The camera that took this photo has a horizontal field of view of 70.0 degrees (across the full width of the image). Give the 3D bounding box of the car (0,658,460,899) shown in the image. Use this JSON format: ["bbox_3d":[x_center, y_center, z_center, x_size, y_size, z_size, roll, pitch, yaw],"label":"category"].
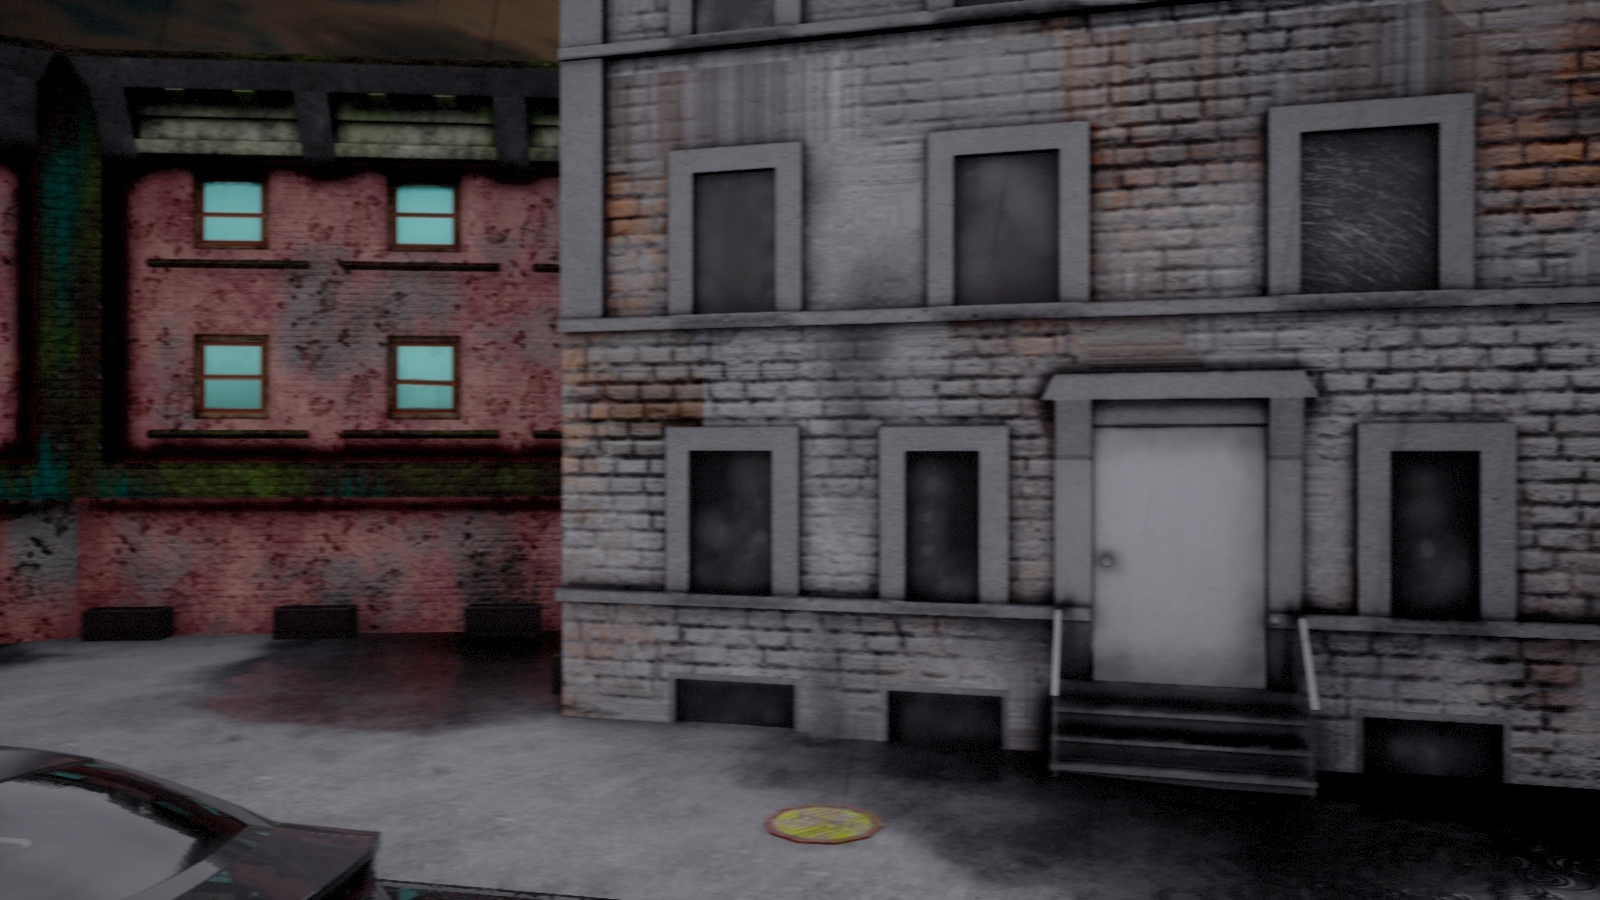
[{"bbox_3d":[-4.231,1.812,4.709,5.006,1.535,2.097,0,0,7],"label":"car"}]
